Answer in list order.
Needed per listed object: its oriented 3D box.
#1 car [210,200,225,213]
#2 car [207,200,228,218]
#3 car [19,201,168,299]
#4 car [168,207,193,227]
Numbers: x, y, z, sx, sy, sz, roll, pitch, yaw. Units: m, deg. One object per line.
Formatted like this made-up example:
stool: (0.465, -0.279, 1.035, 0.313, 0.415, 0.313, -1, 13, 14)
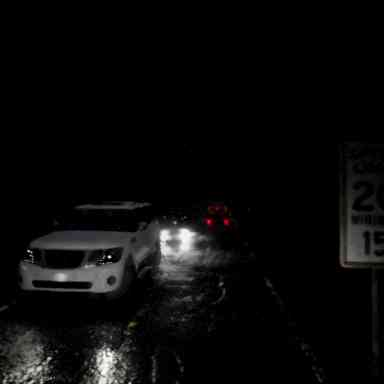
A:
car: (3.447, 1.880, 44.874, 1.882, 1.535, 5.008, 0, 0, 5)
car: (2.682, 1.664, 34.591, 2.097, 1.767, 4.553, 0, 0, 5)
car: (-2.234, 1.288, 9.022, 2.150, 2.045, 5.566, 0, -1, 5)
car: (-0.983, 1.809, 24.861, 1.895, 1.301, 4.718, 0, -1, 5)
